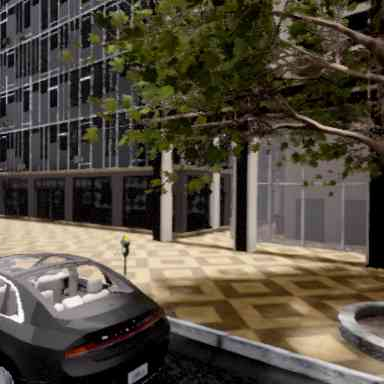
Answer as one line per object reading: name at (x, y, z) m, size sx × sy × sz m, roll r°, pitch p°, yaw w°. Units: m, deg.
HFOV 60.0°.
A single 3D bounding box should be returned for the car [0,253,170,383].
car at (-2.305, 1.521, 4.514) m, size 4.403 × 1.369 × 2.008 m, roll 0°, pitch 0°, yaw 35°
